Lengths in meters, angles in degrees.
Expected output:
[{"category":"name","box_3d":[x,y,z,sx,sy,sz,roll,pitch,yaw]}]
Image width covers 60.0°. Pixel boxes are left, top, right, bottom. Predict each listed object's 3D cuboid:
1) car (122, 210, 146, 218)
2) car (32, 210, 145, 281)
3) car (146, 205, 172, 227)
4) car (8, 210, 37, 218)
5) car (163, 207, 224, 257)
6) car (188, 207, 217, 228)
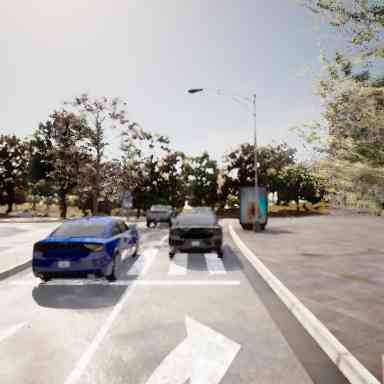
[{"category":"car","box_3d":[-11.423,4.317,65.346,4.181,1.385,1.994,-1,-4,7]},{"category":"car","box_3d":[-2.807,1.468,9.844,1.882,1.535,5.008,0,0,1]},{"category":"car","box_3d":[-2.156,1.734,24.557,2.128,1.511,4.902,0,-2,3]},{"category":"car","box_3d":[-28.926,3.823,56.841,1.812,1.442,4.674,-3,-5,33]},{"category":"car","box_3d":[0.169,1.461,12.902,1.882,1.535,5.008,0,0,1]},{"category":"car","box_3d":[0.863,1.810,24.603,1.994,1.385,4.181,0,-3,4]}]
